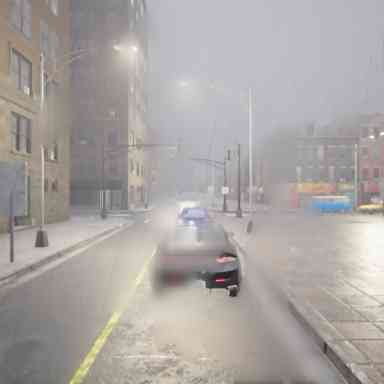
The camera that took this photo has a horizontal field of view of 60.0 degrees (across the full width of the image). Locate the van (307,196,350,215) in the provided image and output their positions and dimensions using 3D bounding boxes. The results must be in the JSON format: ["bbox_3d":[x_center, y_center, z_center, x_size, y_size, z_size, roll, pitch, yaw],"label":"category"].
[{"bbox_3d":[13.771,1.332,33.595,3.998,1.788,1.690,0,0,0],"label":"van"}]

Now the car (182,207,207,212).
[{"bbox_3d":[0.124,1.523,17.811,1.812,1.442,4.674,0,0,1],"label":"car"}]

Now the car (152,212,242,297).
[{"bbox_3d":[0.105,1.490,8.545,2.128,1.511,4.902,0,0,0],"label":"car"}]

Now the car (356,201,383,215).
[{"bbox_3d":[19.213,1.512,33.581,4.829,1.417,1.752,0,0,0],"label":"car"}]
